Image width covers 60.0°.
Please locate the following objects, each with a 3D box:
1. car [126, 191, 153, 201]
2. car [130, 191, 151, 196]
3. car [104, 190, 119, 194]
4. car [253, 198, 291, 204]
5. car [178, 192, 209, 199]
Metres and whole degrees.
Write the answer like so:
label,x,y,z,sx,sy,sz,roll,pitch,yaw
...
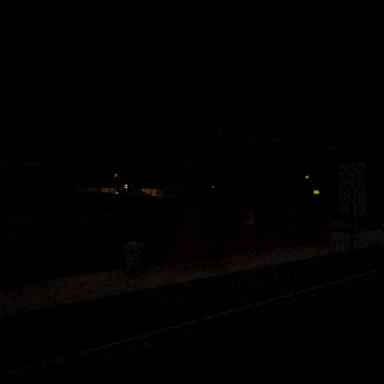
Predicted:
label,x,y,z,sx,sy,sz,roll,pitch,yaw
car,-8.144,0.597,51.113,2.033,1.411,5.357,-2,2,-35
car,-7.279,0.753,44.722,1.812,1.442,4.674,-2,2,-35
car,-14.880,0.322,60.855,2.128,1.511,4.902,-2,2,-35
car,6.301,1.209,24.975,1.837,1.490,4.892,-2,2,-35
car,0.152,0.838,33.885,2.097,1.767,4.553,-2,2,-35
